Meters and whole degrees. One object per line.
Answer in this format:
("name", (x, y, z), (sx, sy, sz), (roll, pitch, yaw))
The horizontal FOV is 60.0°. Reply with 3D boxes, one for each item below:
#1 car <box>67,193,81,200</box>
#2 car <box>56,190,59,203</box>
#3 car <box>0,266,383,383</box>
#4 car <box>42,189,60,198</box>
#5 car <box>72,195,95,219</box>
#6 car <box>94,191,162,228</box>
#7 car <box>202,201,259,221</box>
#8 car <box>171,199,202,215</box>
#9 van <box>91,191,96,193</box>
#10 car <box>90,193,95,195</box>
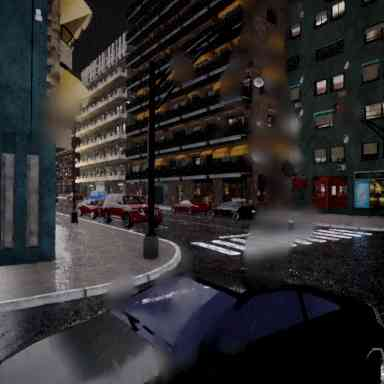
("car", (-19.860, 0.770, 56.409), (1.887, 1.381, 4.507), (2, 0, -36))
("car", (-20.718, 0.819, 47.881), (2.033, 1.411, 5.357), (1, 0, -36))
("car", (0.221, 1.565, 3.417), (4.181, 1.385, 1.994), (0, 0, -36))
("car", (-29.681, 0.301, 69.926), (2.192, 1.841, 5.009), (2, 0, -36))
("car", (-7.006, 1.183, 24.480), (1.887, 1.381, 4.507), (2, 0, -36))
("car", (-3.724, 1.034, 19.975), (2.192, 1.841, 5.009), (2, 0, -36))
("car", (3.070, 1.354, 24.871), (1.947, 1.339, 4.313), (2, 0, -36))
("car", (-0.206, 1.289, 29.376), (1.802, 1.307, 4.206), (2, 0, -36))
("van", (-13.304, 0.727, 47.399), (1.690, 1.788, 3.998), (2, 0, -36))
("car", (-6.595, 1.109, 28.302), (2.128, 1.511, 4.902), (1, 1, -36))
